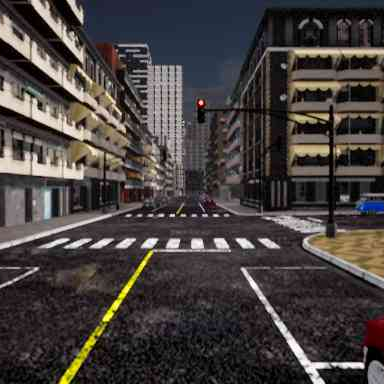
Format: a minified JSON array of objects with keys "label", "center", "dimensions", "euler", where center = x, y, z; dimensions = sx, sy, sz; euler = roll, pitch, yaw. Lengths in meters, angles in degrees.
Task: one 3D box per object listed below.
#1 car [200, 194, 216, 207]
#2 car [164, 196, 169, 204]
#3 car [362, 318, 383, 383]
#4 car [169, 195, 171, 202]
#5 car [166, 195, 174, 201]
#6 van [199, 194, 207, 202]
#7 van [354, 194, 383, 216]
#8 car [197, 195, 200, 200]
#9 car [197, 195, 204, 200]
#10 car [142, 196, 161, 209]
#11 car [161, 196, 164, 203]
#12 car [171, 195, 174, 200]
[{"label":"car","center":[2.596,1.427,50.810],"dimensions":[1.967,1.590,4.097],"euler":[-1,0,0]},{"label":"car","center":[-5.804,1.430,61.857],"dimensions":[1.967,1.590,4.097],"euler":[-1,0,0]},{"label":"car","center":[2.681,1.543,1.811],"dimensions":[1.887,1.381,4.507],"euler":[0,0,0]},{"label":"car","center":[-5.812,1.574,67.385],"dimensions":[1.802,1.307,4.206],"euler":[-1,0,0]},{"label":"car","center":[-5.850,1.586,89.497],"dimensions":[1.802,1.307,4.206],"euler":[-1,0,0]},{"label":"van","center":[2.547,1.338,78.449],"dimensions":[1.690,1.788,3.998],"euler":[-1,0,0]},{"label":"van","center":[15.596,1.021,27.404],"dimensions":[3.998,1.788,1.690],"euler":[-1,1,-1]},{"label":"car","center":[2.568,1.542,67.394],"dimensions":[2.008,1.369,4.403],"euler":[-1,0,0]},{"label":"car","center":[2.520,1.553,95.034],"dimensions":[1.887,1.381,4.507],"euler":[-1,0,0]},{"label":"car","center":[-5.774,1.537,45.273],"dimensions":[2.008,1.369,4.403],"euler":[0,0,0]},{"label":"car","center":[-5.783,1.553,50.801],"dimensions":[1.947,1.339,4.313],"euler":[0,0,0]},{"label":"car","center":[-5.831,1.522,78.271],"dimensions":[1.752,1.417,4.829],"euler":[-1,0,0]}]
